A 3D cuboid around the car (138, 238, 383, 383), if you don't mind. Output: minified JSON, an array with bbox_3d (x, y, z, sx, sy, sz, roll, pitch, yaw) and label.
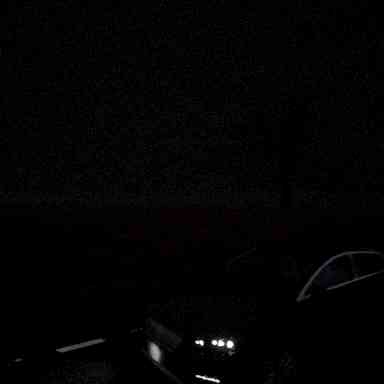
[{"bbox_3d":[1.611,1.524,5.065,4.902,1.511,2.128,1,0,-35],"label":"car"}]
